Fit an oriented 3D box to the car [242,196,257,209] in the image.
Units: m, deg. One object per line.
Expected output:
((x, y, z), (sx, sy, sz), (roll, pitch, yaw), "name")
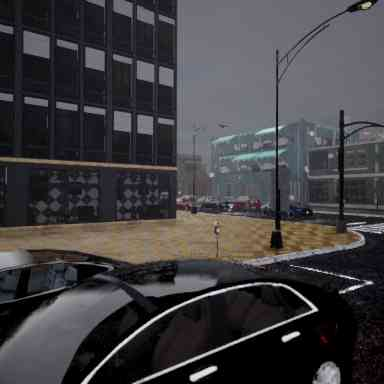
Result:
((6.035, 1.130, 38.665), (1.967, 1.590, 4.097), (1, 0, -36), "car")

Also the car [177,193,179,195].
((-3.099, 1.131, 41.329), (1.994, 1.385, 4.181), (0, 1, -36), "car")

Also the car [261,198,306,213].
((9.311, 1.340, 34.189), (1.802, 1.307, 4.206), (1, 0, -36), "car")

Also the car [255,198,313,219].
((7.561, 1.355, 26.762), (1.994, 1.385, 4.181), (0, 1, -36), "car")

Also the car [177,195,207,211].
((-0.728, 1.231, 33.712), (1.802, 1.307, 4.206), (1, 0, -36), "car")

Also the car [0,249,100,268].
((-2.715, 1.566, 4.618), (4.313, 1.339, 1.947), (0, 0, -35), "car")

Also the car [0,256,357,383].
((-0.373, 1.505, 3.111), (4.892, 1.490, 1.837), (0, 0, -35), "car")

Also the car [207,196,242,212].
((2.324, 1.173, 33.918), (2.128, 1.511, 4.902), (0, 1, -36), "car")

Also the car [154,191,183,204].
((-3.794, 0.794, 52.085), (2.192, 1.841, 5.009), (1, 0, -36), "car")
